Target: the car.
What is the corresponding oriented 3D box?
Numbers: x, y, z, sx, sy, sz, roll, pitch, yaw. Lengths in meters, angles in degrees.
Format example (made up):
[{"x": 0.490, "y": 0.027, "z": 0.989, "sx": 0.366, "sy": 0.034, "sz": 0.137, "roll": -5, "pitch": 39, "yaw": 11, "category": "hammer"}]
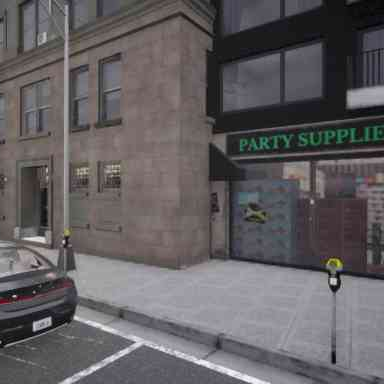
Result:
[{"x": -3.806, "y": 1.551, "z": 5.758, "sx": 4.403, "sy": 1.369, "sz": 2.008, "roll": 0, "pitch": 0, "yaw": 35, "category": "car"}]
